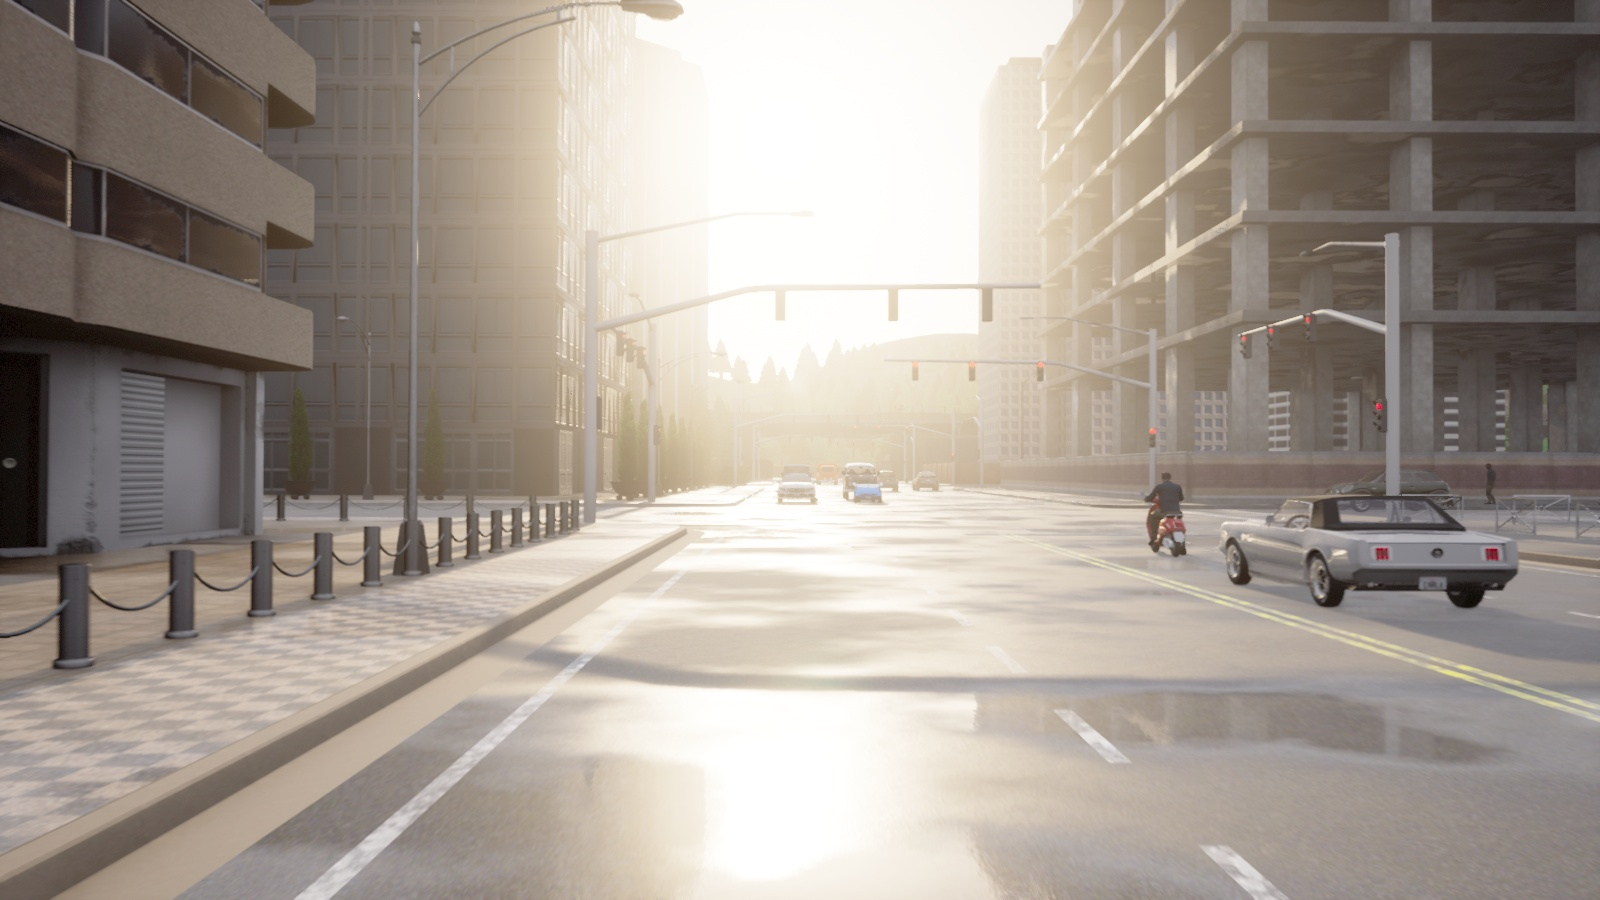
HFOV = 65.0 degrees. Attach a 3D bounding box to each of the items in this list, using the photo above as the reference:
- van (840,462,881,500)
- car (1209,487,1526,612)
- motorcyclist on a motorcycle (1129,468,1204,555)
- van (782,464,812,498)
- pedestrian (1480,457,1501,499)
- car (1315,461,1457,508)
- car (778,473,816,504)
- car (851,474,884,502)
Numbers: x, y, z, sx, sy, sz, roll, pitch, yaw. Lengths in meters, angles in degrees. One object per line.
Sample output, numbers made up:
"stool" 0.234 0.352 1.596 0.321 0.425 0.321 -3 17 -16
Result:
"van" 3.328 1.700 70.188 2.069 2.038 4.480 0 -1 0
"car" 6.961 1.156 16.064 1.895 1.301 4.718 0 -1 0
"motorcyclist on a motorcycle" 6.942 1.140 23.879 0.866 1.590 1.817 0 -1 0
"van" -0.184 1.826 75.114 1.775 1.987 4.442 0 -1 0
"pedestrian" 29.986 1.212 54.527 0.726 1.835 0.370 0 -1 10
"car" 22.942 1.351 49.280 4.553 1.767 2.097 0 -1 0
"car" -0.152 1.886 62.401 1.812 1.442 4.674 0 -1 0
"car" 3.348 1.904 62.610 1.481 1.376 2.207 0 -1 0
